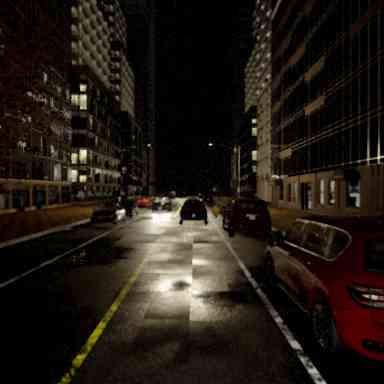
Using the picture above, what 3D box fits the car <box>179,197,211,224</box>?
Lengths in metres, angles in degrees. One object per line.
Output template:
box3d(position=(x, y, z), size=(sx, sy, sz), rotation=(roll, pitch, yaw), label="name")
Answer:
box3d(position=(0.105, 1.370, 23.856), size=(1.882, 1.535, 5.008), rotation=(0, 0, 0), label="car")

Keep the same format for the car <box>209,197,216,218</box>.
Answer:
box3d(position=(2.698, 1.394, 28.815), size=(1.752, 1.417, 4.829), rotation=(0, 0, 0), label="car")

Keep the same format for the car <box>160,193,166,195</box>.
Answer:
box3d(position=(-5.679, 1.305, 51.428), size=(2.008, 1.369, 4.403), rotation=(0, 0, 0), label="car")

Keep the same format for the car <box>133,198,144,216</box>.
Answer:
box3d(position=(-5.683, 1.435, 28.660), size=(1.947, 1.339, 4.313), rotation=(0, 0, 0), label="car")

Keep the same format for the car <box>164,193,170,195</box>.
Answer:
box3d(position=(-5.677, 1.240, 62.812), size=(1.887, 1.381, 4.507), rotation=(0, 0, 0), label="car")

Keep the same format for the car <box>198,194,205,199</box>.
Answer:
box3d(position=(2.708, 1.121, 91.257), size=(1.802, 1.307, 4.206), rotation=(0, 0, 0), label="car")

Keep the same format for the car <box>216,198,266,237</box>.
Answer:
box3d(position=(2.697, 1.238, 17.261), size=(2.192, 1.841, 5.009), rotation=(0, 0, 0), label="car")

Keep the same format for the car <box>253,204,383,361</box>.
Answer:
box3d(position=(2.696, 1.289, 5.876), size=(2.192, 1.841, 5.009), rotation=(0, 0, 0), label="car")

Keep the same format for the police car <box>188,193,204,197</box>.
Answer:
box3d(position=(0.107, 1.232, 41.110), size=(1.930, 1.638, 5.238), rotation=(0, 0, 0), label="police car")

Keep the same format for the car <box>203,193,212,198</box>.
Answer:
box3d(position=(2.702, 1.291, 57.106), size=(1.947, 1.339, 4.313), rotation=(0, 0, 0), label="car")

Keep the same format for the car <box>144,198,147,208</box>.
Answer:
box3d(position=(-5.681, 1.394, 40.042), size=(1.802, 1.307, 4.206), rotation=(0, 0, 0), label="car")

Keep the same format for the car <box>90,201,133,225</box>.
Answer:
box3d(position=(-5.683, 1.447, 22.967), size=(2.008, 1.369, 4.403), rotation=(0, 0, 0), label="car")

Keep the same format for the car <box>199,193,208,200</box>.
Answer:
box3d(position=(2.707, 1.043, 79.872), size=(1.967, 1.590, 4.097), rotation=(0, 0, 0), label="car")

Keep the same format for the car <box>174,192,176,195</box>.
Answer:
box3d(position=(-5.672, 0.979, 91.272), size=(1.967, 1.590, 4.097), rotation=(0, 0, 0), label="car")

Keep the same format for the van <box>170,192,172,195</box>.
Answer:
box3d(position=(-5.675, 1.006, 68.504), size=(1.690, 1.788, 3.998), rotation=(0, 0, 0), label="van")

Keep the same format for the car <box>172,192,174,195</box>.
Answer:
box3d(position=(-5.676, 1.216, 74.197), size=(1.802, 1.307, 4.206), rotation=(0, 0, 0), label="car")

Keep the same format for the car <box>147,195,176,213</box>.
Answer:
box3d(position=(-3.091, 1.331, 34.686), size=(2.128, 1.511, 4.902), rotation=(0, 0, 0), label="car")
